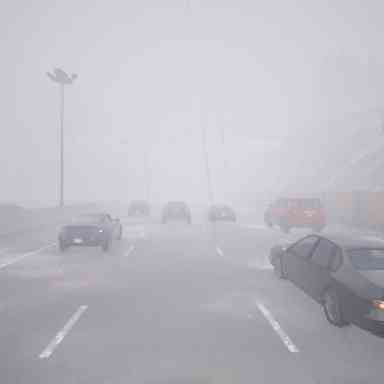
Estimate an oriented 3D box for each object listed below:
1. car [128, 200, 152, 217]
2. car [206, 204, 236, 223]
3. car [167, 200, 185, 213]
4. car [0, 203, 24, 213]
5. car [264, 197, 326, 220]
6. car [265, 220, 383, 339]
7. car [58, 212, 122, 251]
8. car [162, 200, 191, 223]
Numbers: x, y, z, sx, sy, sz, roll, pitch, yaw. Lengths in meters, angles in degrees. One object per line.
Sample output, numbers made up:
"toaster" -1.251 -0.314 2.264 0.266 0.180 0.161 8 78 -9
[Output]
"car" -5.051 1.591 32.367 1.837 1.490 4.892 0 0 -3
"car" 2.243 1.657 26.560 1.994 1.385 4.181 0 0 -3
"car" -1.952 1.688 40.481 1.994 1.385 4.181 0 0 -3
"car" -15.501 1.581 27.024 2.033 1.411 5.357 0 0 -3
"car" 6.067 1.310 20.149 2.150 2.045 5.566 0 0 -3
"car" 3.203 1.582 7.024 2.033 1.411 5.357 0 0 -3
"car" -4.150 1.557 14.065 1.812 1.442 4.674 0 0 -3
"car" -1.235 1.431 26.046 2.097 1.767 4.553 0 0 -3
